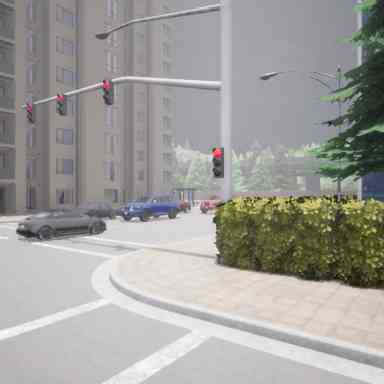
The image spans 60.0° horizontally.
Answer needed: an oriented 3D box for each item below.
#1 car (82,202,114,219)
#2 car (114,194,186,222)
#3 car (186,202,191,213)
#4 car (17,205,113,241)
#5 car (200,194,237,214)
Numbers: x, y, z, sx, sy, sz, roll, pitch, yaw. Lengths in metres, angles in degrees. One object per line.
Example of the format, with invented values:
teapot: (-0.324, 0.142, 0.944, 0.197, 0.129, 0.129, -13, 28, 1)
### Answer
car: (-7.891, 1.547, 26.560, 2.033, 1.411, 5.357, 0, 0, 36)
car: (-3.269, 1.221, 26.946, 2.150, 2.045, 5.566, 0, 0, 36)
car: (-2.088, 1.478, 34.469, 1.882, 1.535, 5.008, 0, 0, 36)
car: (-6.469, 1.564, 16.811, 1.994, 1.385, 4.181, 0, 0, 41)
car: (3.074, 1.221, 35.581, 2.150, 2.045, 5.566, 0, 0, 36)
